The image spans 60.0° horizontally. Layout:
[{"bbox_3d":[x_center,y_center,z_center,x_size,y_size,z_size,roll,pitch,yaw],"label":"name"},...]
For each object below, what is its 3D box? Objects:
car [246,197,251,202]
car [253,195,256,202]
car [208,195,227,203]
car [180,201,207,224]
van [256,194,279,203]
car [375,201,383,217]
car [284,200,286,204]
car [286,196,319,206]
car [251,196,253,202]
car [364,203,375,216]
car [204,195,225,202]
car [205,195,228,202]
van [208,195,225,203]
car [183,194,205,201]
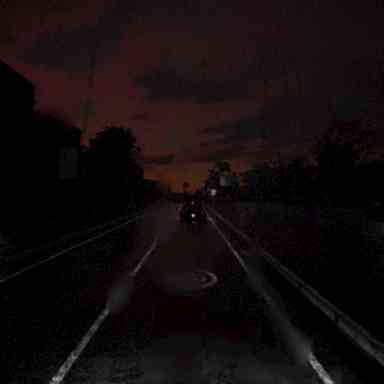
[{"bbox_3d":[18.378,1.820,90.713,5.566,2.045,2.435,0,-2,-1],"label":"car"},{"bbox_3d":[18.663,1.862,82.333,5.366,1.575,1.946,0,-1,0],"label":"car"},{"bbox_3d":[6.235,1.750,83.000,4.553,1.767,2.185,0,-1,-1],"label":"car"},{"bbox_3d":[0.085,1.638,25.470,1.994,1.385,4.181,0,0,0],"label":"car"},{"bbox_3d":[18.386,1.583,79.541,4.442,1.987,1.878,0,-1,0],"label":"van"},{"bbox_3d":[18.684,1.533,27.963,4.892,1.521,2.231,0,0,0],"label":"car"},{"bbox_3d":[18.651,1.653,58.745,4.674,1.452,2.002,0,0,0],"label":"car"},{"bbox_3d":[18.724,1.477,55.575,4.553,1.767,2.185,0,0,0],"label":"car"},{"bbox_3d":[18.641,1.920,84.993,5.366,1.575,1.946,0,-1,-1],"label":"car"},{"bbox_3d":[18.687,1.580,31.239,4.674,1.452,2.002,0,0,0],"label":"car"},{"bbox_3d":[6.146,1.864,92.229,5.566,2.045,2.435,0,-2,-1],"label":"car"},{"bbox_3d":[6.044,1.815,80.079,5.366,1.575,1.946,0,-1,0],"label":"car"},{"bbox_3d":[6.294,1.722,86.040,4.442,1.987,1.878,0,-1,-1],"label":"van"},{"bbox_3d":[0.081,1.336,40.979,2.150,2.045,5.566,0,-1,0],"label":"car"}]
